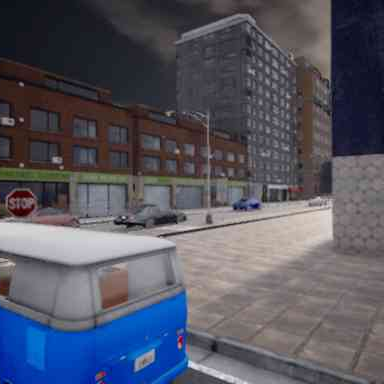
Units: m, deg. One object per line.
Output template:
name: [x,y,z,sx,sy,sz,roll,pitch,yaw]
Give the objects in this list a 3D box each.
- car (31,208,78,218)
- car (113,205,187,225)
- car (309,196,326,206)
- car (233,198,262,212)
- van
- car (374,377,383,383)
car: [-8.361,1.571,18.292,1.994,1.385,4.181,0,0,36]
car: [-2.517,1.530,21.340,2.033,1.411,5.357,-1,0,35]
car: [19.879,1.439,52.703,1.812,1.442,4.674,0,0,36]
car: [6.554,1.467,39.117,1.882,1.535,5.008,-1,0,36]
van: [-1.949,1.346,4.205,3.998,1.788,1.690,0,0,35]
car: [2.509,1.438,1.027,4.097,1.590,1.967,0,0,35]
